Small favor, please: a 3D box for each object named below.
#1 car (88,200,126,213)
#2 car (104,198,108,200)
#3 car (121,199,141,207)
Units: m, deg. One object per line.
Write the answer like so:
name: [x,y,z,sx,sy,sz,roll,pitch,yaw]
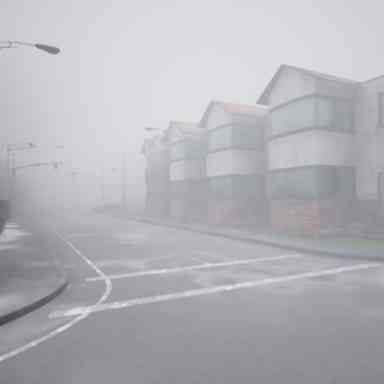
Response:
car: [-12.114,2.227,47.603,2.033,1.411,5.357,-1,-1,17]
car: [-22.558,2.678,91.046,3.866,1.878,1.905,0,-1,-27]
car: [-13.486,2.499,74.108,3.806,1.475,1.970,0,-1,-27]
